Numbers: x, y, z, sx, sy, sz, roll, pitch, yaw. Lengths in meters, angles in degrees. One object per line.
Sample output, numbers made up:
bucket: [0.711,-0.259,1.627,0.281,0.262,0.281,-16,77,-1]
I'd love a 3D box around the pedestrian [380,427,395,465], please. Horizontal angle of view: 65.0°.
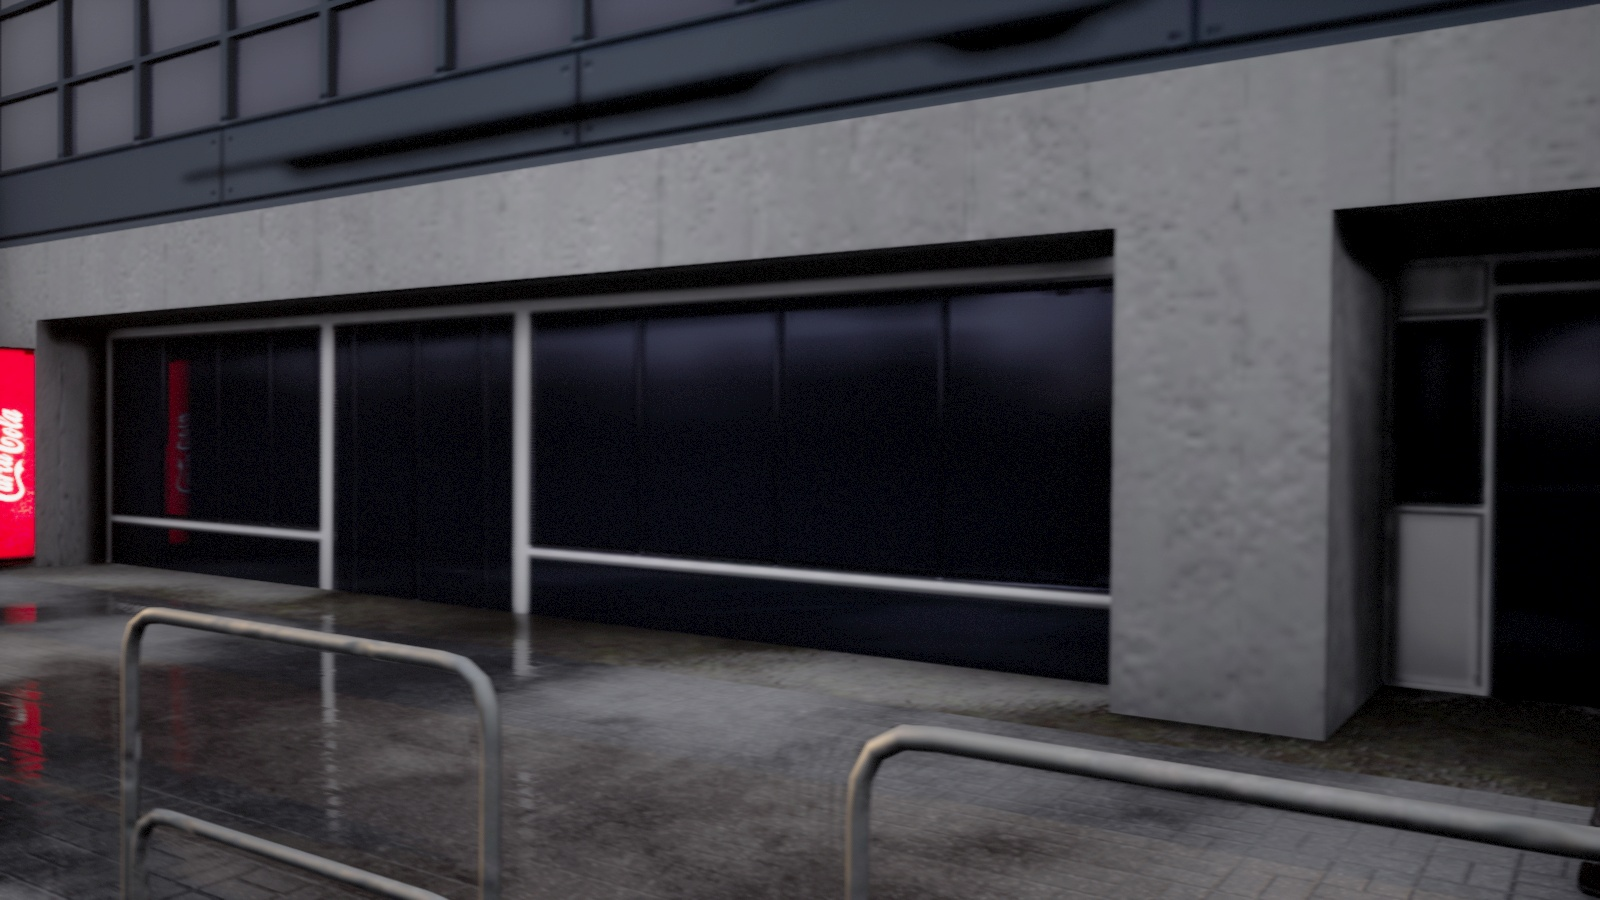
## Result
pedestrian: [-19.855,-0.208,60.406,0.594,1.836,0.345,-1,1,-30]
